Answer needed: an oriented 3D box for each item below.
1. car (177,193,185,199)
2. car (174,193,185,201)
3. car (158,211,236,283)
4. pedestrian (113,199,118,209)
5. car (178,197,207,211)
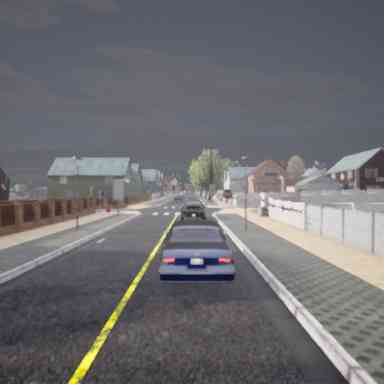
[{"bbox_3d":[-2.745,1.058,83.516,1.812,1.442,4.674,0,0,0],"label":"car"},{"bbox_3d":[-2.748,1.181,68.093,2.033,1.411,5.357,0,0,0],"label":"car"},{"bbox_3d":[0.100,1.500,9.532,2.033,1.411,5.357,0,0,0],"label":"car"},{"bbox_3d":[-9.690,1.241,42.108,0.375,1.860,0.375,0,1,0],"label":"pedestrian"},{"bbox_3d":[0.062,1.373,25.929,1.837,1.490,4.892,0,0,-1],"label":"car"}]
